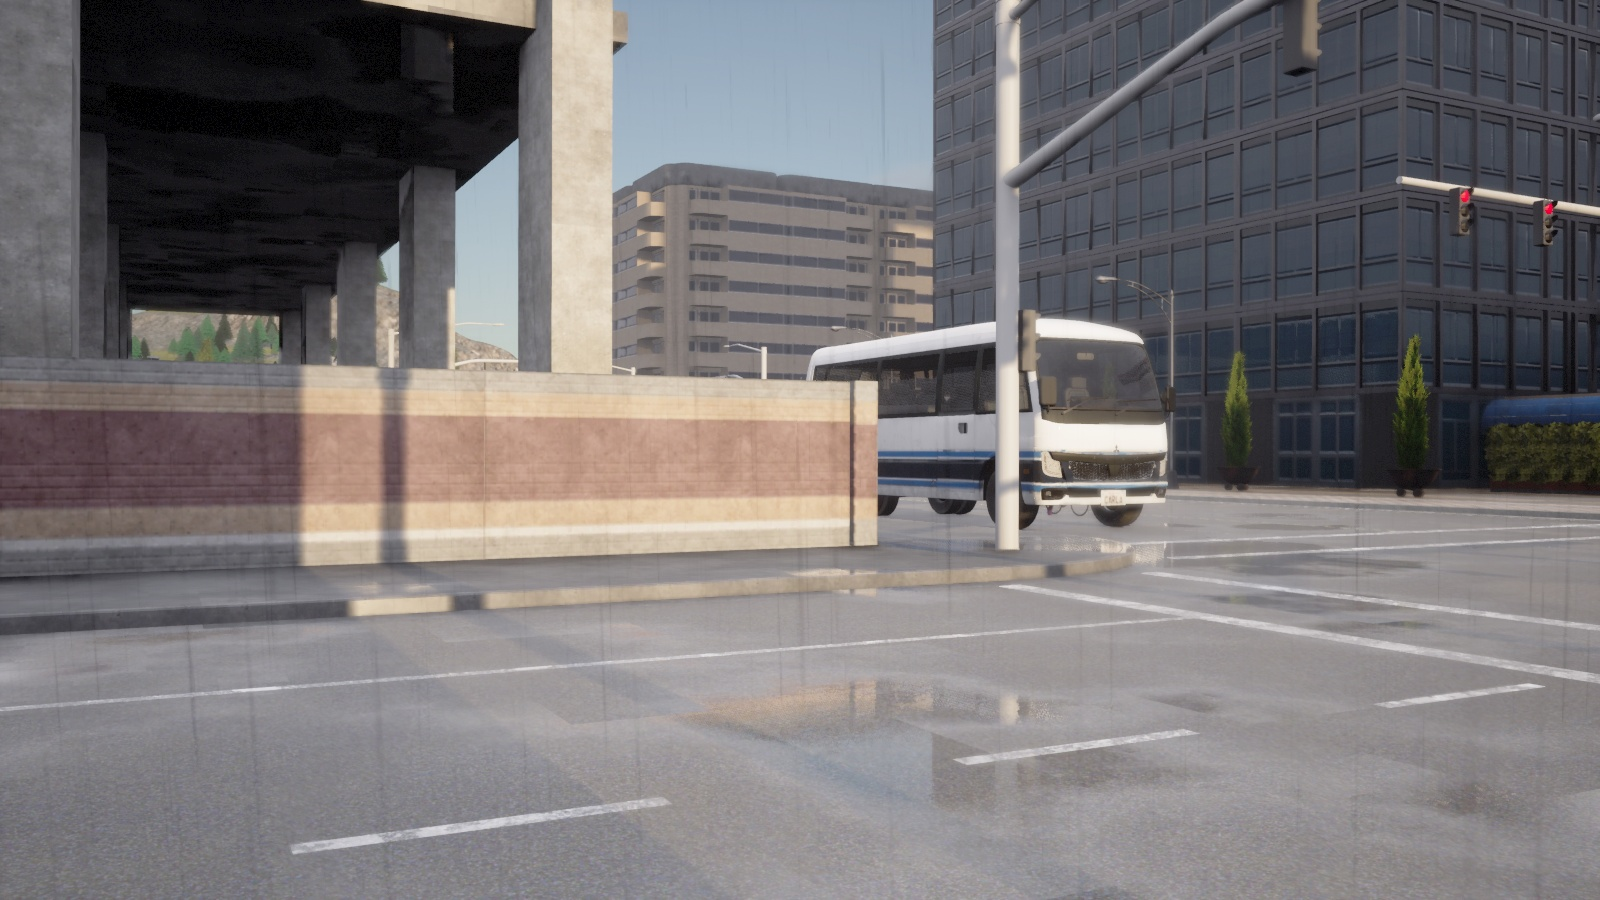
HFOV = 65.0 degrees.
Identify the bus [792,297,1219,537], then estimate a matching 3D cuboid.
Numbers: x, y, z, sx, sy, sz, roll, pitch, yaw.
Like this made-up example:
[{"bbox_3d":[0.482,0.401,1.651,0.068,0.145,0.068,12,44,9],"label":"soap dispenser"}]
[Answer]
[{"bbox_3d":[3.924,-0.572,27.768,3.944,4.253,10.273,0,0,-27],"label":"bus"}]
